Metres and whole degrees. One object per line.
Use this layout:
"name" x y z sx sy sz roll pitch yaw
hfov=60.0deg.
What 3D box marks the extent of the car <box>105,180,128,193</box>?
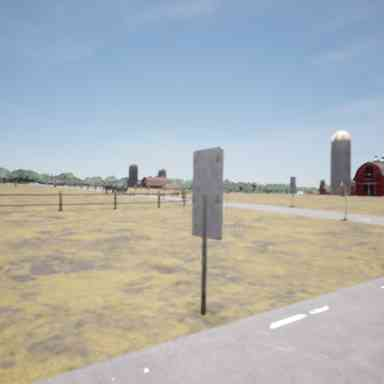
"car" -12.381 -0.951 54.282 2.150 2.045 5.566 2 2 -36
